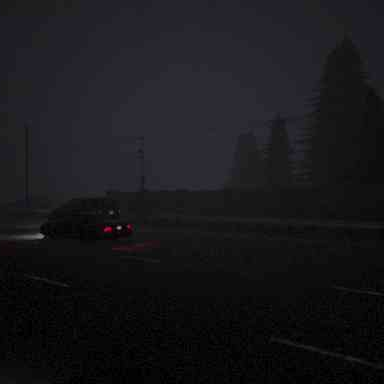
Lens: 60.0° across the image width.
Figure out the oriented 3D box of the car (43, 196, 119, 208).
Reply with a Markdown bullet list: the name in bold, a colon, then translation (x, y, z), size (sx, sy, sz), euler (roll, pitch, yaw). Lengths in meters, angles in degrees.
- **car**: translation (-7.114, 1.396, 21.965), size (5.566, 2.045, 2.150), euler (-1, 0, 36)

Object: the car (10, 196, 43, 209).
- **car**: translation (-24.291, 1.680, 50.153), size (5.566, 2.045, 2.150), euler (-1, 0, -19)

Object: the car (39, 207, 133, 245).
- **car**: translation (-5.308, 1.677, 16.377), size (5.357, 1.411, 2.033), euler (-1, 0, 36)
